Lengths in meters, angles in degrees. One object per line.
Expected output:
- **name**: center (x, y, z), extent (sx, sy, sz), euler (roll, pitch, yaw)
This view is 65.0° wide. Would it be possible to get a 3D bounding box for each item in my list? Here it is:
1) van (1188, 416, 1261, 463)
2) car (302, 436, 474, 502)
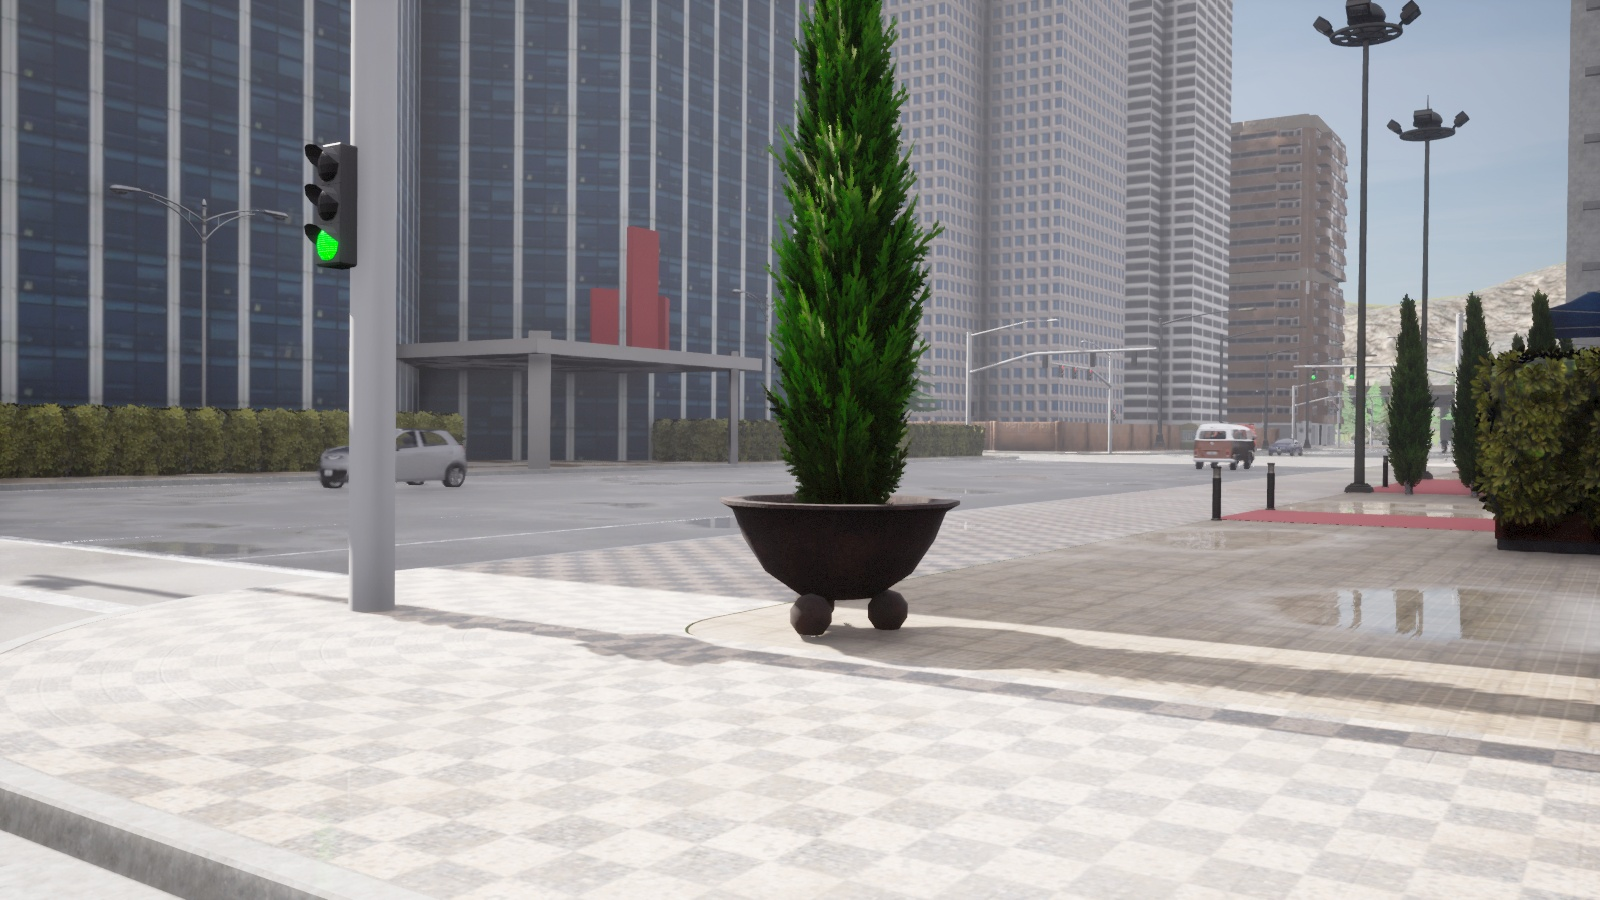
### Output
- **van**: center (19.175, -0.492, 56.647), extent (2.069, 2.038, 4.480), euler (0, 1, 33)
- **car**: center (-10.072, 0.415, 30.904), extent (1.845, 1.501, 3.633), euler (0, 1, 33)
